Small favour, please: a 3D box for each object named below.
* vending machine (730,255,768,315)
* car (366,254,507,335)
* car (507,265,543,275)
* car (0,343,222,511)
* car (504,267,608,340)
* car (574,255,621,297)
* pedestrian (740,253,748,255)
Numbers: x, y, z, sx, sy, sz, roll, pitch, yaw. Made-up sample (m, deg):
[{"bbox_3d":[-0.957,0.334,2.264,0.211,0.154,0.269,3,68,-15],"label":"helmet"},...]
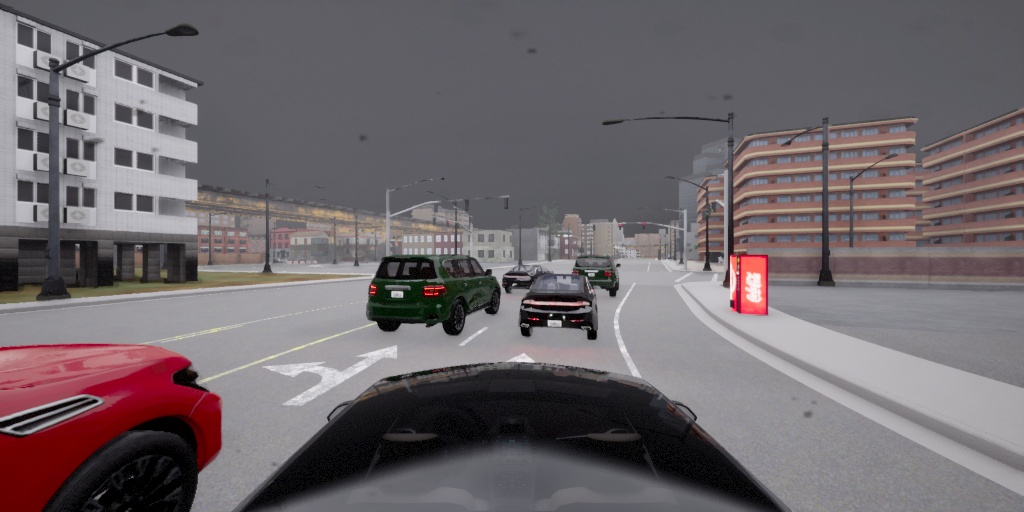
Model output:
[{"bbox_3d":[7.821,0.945,11.848,1.100,2.100,0.880,0,0,20],"label":"vending machine"},{"bbox_3d":[-1.988,0.971,10.814,2.150,2.045,5.566,0,0,14],"label":"car"},{"bbox_3d":[1.124,1.241,20.177,2.128,1.511,4.902,0,0,24],"label":"car"},{"bbox_3d":[-3.264,0.973,0.364,2.150,2.045,5.566,0,0,-2],"label":"car"},{"bbox_3d":[1.444,1.241,10.101,2.128,1.511,4.902,0,0,12],"label":"car"},{"bbox_3d":[4.572,0.971,19.341,2.150,2.045,5.566,0,0,19],"label":"car"},{"bbox_3d":[8.055,0.795,12.467,0.375,1.860,0.375,0,0,21],"label":"pedestrian"}]
